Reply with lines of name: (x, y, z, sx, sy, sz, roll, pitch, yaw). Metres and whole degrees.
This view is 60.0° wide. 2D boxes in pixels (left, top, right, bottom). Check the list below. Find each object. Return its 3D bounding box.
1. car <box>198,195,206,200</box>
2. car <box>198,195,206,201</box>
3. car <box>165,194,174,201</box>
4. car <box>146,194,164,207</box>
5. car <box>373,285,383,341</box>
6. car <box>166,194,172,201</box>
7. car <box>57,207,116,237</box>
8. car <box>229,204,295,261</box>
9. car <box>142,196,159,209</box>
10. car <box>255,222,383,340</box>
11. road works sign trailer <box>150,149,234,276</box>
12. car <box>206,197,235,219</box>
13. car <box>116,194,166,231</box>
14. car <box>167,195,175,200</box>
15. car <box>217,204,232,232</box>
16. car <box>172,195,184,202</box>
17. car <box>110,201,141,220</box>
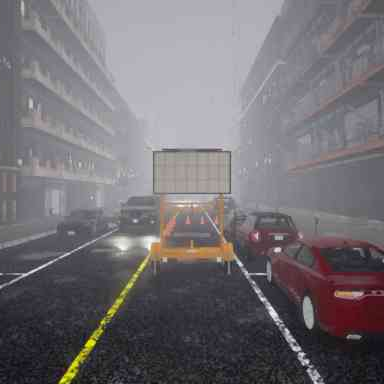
car: (2.694, 1.517, 91.131, 1.887, 1.381, 4.507, 0, 0, 0)
car: (2.694, 1.503, 80.029, 1.752, 1.417, 4.829, 0, 0, 0)
car: (-5.687, 1.415, 85.499, 1.967, 1.590, 4.097, 0, 0, 0)
car: (-5.687, 1.305, 51.681, 2.192, 1.841, 5.009, 0, 0, 0)
car: (2.691, 1.566, 0.949, 1.947, 1.339, 4.313, 0, 0, 0)
car: (-5.686, 1.293, 79.863, 2.192, 1.841, 5.009, 0, 0, 0)
car: (-5.689, 1.566, 17.861, 1.947, 1.339, 4.313, 0, 0, 0)
car: (2.692, 1.440, 12.223, 1.967, 1.590, 4.097, 0, 0, 0)
car: (-5.688, 1.432, 46.045, 1.967, 1.590, 4.097, 0, 0, 0)
car: (2.692, 1.545, 6.586, 1.887, 1.381, 4.507, 0, 0, 0)
road works sign trailer: (0.000, 0.465, 10.355, 2.380, 3.560, 2.880, 0, 0, 0)
car: (2.694, 1.313, 29.131, 2.192, 1.841, 5.009, 0, 0, 0)
car: (-3.100, 1.220, 20.978, 2.150, 2.045, 5.566, 0, 0, 0)
car: (-5.686, 1.517, 91.136, 1.887, 1.381, 4.507, 0, 0, 0)
car: (2.692, 1.550, 17.858, 2.008, 1.369, 4.403, 0, 0, 0)
car: (-2.998, 1.456, 78.884, 1.882, 1.535, 5.008, 0, 0, 0)
car: (-5.688, 1.523, 28.965, 1.752, 1.417, 4.829, 0, 0, 0)
